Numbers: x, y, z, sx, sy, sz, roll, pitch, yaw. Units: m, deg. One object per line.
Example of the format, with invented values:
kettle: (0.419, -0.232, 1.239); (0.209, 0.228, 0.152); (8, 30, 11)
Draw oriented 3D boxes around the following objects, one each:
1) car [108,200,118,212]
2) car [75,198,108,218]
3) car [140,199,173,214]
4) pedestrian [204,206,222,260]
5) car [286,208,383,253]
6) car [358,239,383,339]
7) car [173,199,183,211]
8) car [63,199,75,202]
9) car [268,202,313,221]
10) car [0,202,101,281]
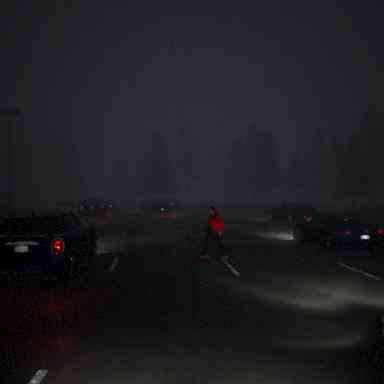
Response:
car: (-10.120, 1.564, 38.660); (1.994, 1.385, 4.181); (0, 0, -33)
car: (-9.041, 1.351, 29.621); (2.097, 1.767, 4.553); (0, 0, -21)
car: (-4.081, 1.502, 35.626); (1.837, 1.490, 4.892); (1, -1, -27)
pedestrian: (0.684, 1.294, 10.828); (0.375, 1.860, 0.375); (0, 0, -7)
car: (5.835, 1.564, 13.715); (1.994, 1.385, 4.181); (0, 0, -8)
car: (3.417, 1.478, 2.252); (1.882, 1.535, 5.008); (0, 0, -2)
car: (-2.699, 1.526, 40.657); (1.812, 1.442, 4.674); (0, 0, -30)
car: (-16.790, 1.601, 46.140); (4.718, 1.301, 1.895); (0, 0, 39)
car: (7.283, 1.504, 24.372); (1.837, 1.490, 4.892); (0, 0, -14)
car: (-4.234, 1.352, 9.910); (2.097, 1.767, 4.553); (0, 0, -7)
